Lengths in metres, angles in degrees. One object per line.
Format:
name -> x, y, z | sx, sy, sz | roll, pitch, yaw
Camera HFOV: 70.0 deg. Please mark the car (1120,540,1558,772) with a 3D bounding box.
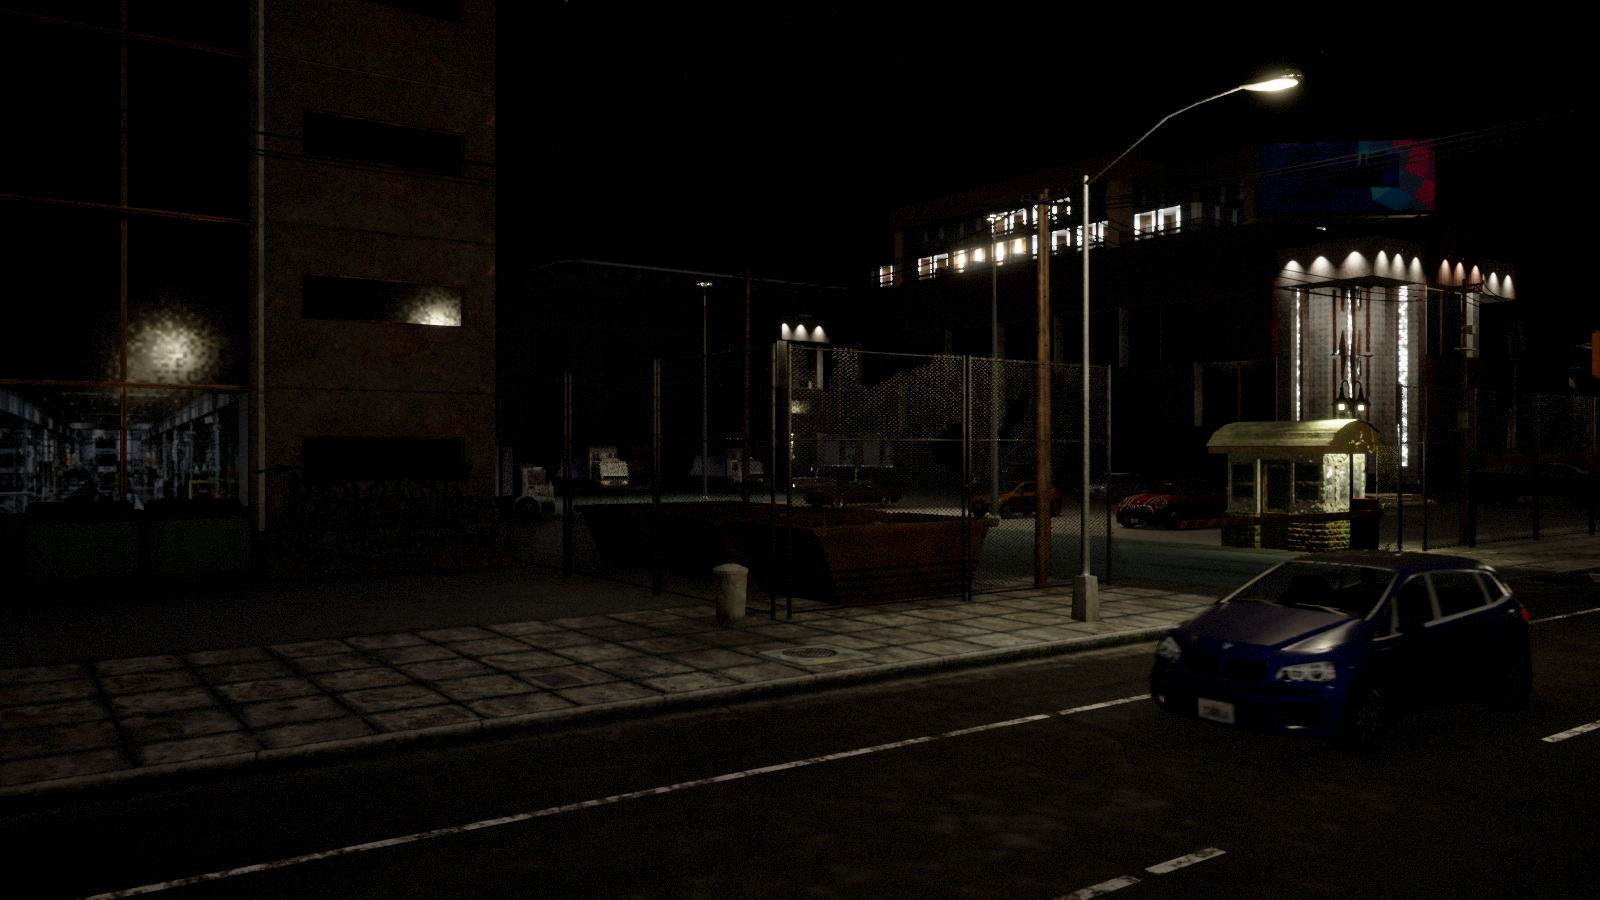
car -> 5.822, 1.968, 12.176 | 4.611, 1.667, 2.242 | 0, 0, -35
